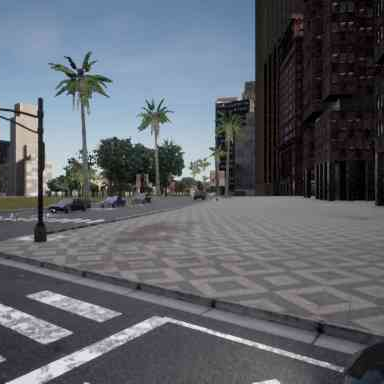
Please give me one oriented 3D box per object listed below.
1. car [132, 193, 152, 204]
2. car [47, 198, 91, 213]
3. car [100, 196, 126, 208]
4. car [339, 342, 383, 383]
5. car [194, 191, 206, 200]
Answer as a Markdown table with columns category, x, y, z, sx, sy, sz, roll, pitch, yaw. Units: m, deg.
| category | x | y | z | sx | sy | sz | roll | pitch | yaw |
| --- | --- | --- | --- | --- | --- | --- | --- | --- | --- |
| car | -8.088 | 0.995 | 53.645 | 2.097 | 1.767 | 4.553 | 0 | 1 | 11 |
| car | -12.435 | 1.363 | 34.170 | 2.033 | 1.411 | 5.357 | 0 | 0 | 14 |
| car | -10.213 | 1.260 | 43.564 | 1.812 | 1.442 | 4.674 | 0 | 1 | 13 |
| car | 3.208 | 1.505 | 1.422 | 4.892 | 1.490 | 1.837 | 0 | 0 | 34 |
| car | 1.707 | 0.692 | 71.364 | 2.150 | 2.045 | 5.566 | 0 | 1 | 8 |
